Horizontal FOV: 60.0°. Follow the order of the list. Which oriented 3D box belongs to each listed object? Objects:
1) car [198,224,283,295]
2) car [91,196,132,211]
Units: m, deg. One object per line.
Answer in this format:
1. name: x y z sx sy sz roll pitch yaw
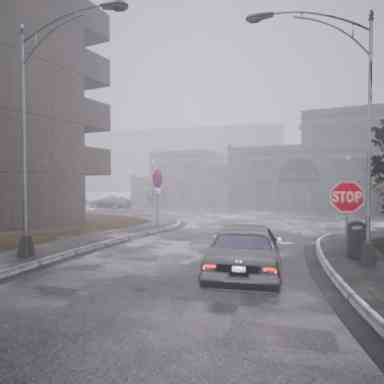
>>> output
1. car: 1.453 1.595 9.070 2.033 1.411 5.357 0 0 12
2. car: -8.908 1.190 36.461 4.902 1.511 2.128 2 3 27
